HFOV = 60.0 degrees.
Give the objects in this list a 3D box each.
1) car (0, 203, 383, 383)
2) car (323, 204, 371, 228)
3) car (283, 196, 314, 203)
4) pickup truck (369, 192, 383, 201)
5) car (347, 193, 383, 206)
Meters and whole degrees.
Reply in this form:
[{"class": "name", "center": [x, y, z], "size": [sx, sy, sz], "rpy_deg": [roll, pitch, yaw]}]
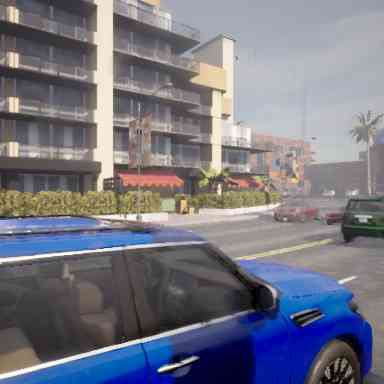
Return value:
[{"class": "car", "center": [-0.773, 1.222, 2.748], "size": [5.566, 2.045, 2.150], "rpy_deg": [0, 0, -36]}, {"class": "car", "center": [10.902, 1.592, 23.195], "size": [1.895, 1.301, 4.718], "rpy_deg": [0, 0, 39]}, {"class": "car", "center": [7.975, 1.340, 25.162], "size": [2.097, 1.767, 4.553], "rpy_deg": [0, 0, 39]}, {"class": "pickup truck", "center": [46.182, 1.062, 81.496], "size": [6.274, 2.098, 2.390], "rpy_deg": [0, 0, -36]}, {"class": "car", "center": [8.782, 1.220, 15.379], "size": [2.150, 2.045, 5.566], "rpy_deg": [0, 0, 44]}]
